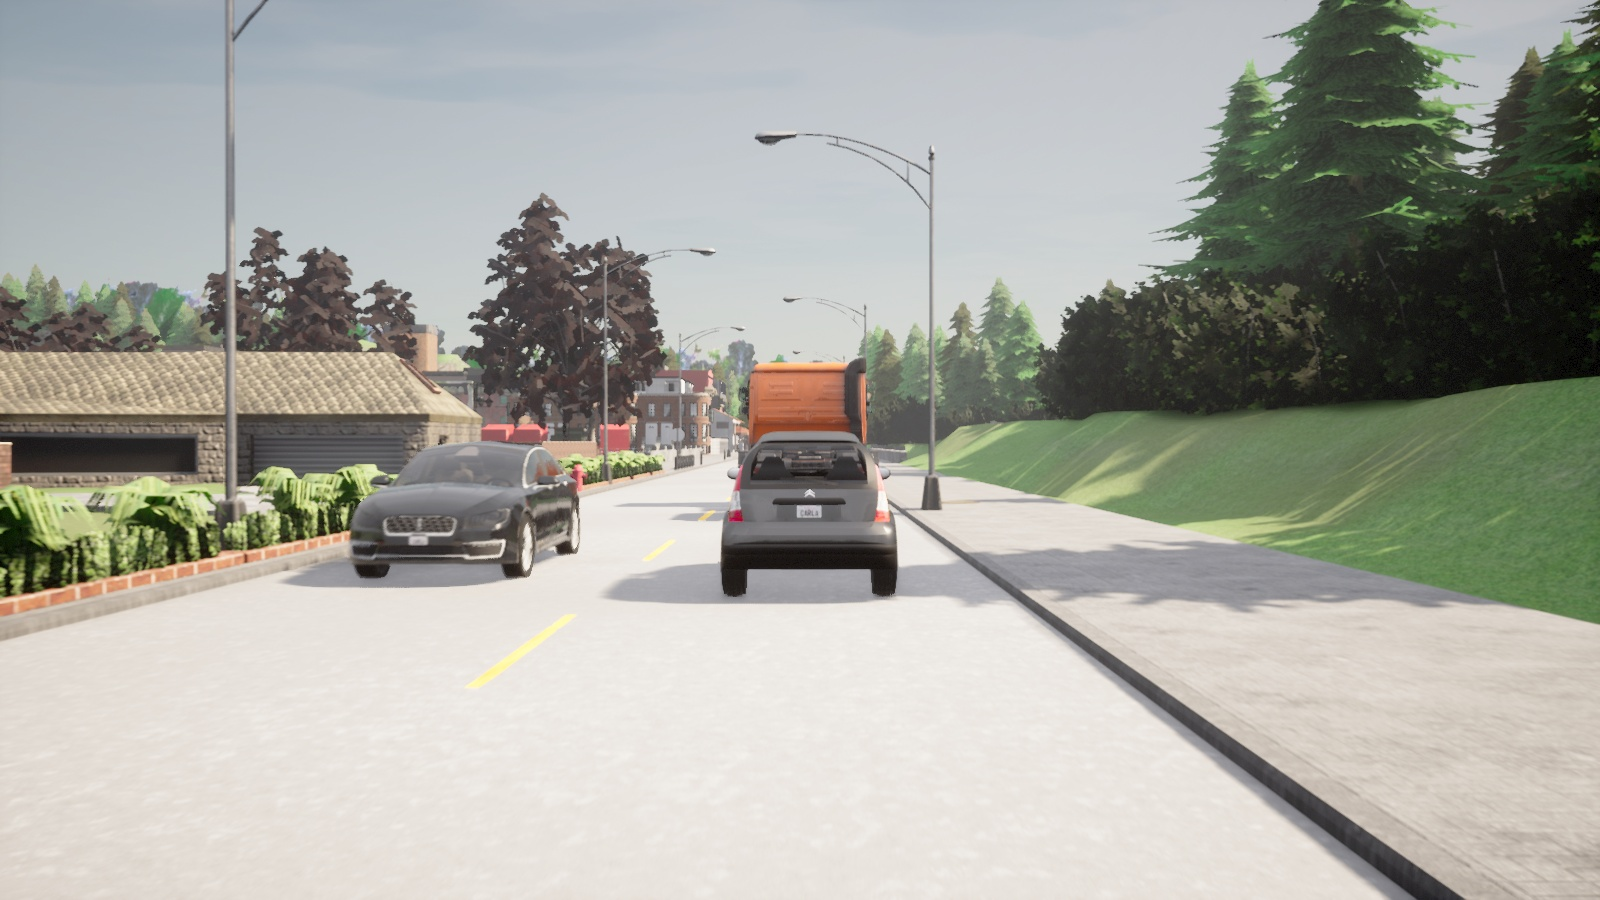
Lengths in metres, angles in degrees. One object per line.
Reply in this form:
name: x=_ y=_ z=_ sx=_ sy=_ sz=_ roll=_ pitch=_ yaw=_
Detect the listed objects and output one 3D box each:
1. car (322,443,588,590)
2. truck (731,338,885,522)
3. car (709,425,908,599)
car: x=-3.899 y=0.659 z=15.142 sx=1.837 sy=1.490 sz=4.892 roll=0 pitch=0 yaw=0
truck: x=0.168 y=-0.398 z=27.572 sx=2.891 sy=3.462 sz=7.936 roll=0 pitch=0 yaw=0
car: x=0.093 y=0.564 z=13.690 sx=1.851 sy=1.617 sz=3.988 roll=0 pitch=0 yaw=0
